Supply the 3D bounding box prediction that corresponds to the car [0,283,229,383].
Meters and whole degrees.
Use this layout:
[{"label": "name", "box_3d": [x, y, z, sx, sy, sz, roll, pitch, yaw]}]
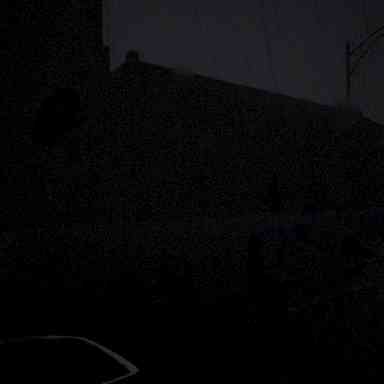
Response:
[{"label": "car", "box_3d": [-1.984, 1.505, 1.959, 4.892, 1.490, 1.837, 0, 0, -35]}]
